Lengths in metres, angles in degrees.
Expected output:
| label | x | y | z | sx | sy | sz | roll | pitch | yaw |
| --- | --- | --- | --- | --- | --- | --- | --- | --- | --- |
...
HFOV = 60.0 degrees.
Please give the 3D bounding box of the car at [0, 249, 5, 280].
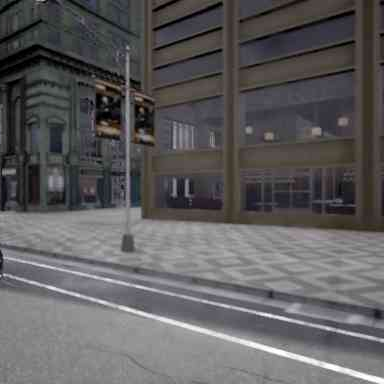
| label | x | y | z | sx | sy | sz | roll | pitch | yaw |
| --- | --- | --- | --- | --- | --- | --- | --- | --- | --- |
| car | -6.567 | 1.571 | 8.356 | 4.892 | 1.490 | 1.837 | 0 | 0 | 36 |
